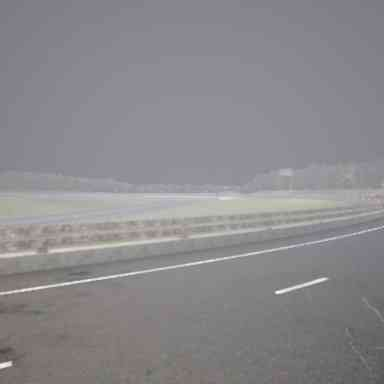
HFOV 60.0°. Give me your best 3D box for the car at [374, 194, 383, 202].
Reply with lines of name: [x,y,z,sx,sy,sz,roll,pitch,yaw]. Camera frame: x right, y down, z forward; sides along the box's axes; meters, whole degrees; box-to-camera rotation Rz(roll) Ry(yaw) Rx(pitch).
car: [39.298,1.188,69.412,2.097,1.767,4.553,0,0,9]
